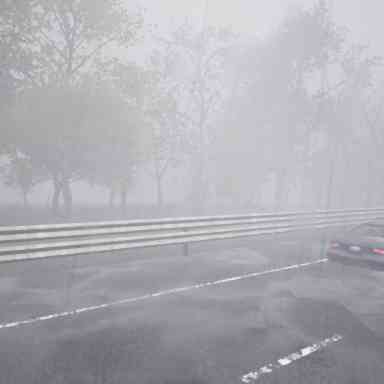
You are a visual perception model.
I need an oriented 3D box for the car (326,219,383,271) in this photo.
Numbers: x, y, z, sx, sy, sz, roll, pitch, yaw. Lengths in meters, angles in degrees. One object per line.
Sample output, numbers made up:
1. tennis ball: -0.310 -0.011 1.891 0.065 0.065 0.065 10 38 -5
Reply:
1. car: 6.376 1.551 10.251 5.357 1.411 2.033 0 0 -35
